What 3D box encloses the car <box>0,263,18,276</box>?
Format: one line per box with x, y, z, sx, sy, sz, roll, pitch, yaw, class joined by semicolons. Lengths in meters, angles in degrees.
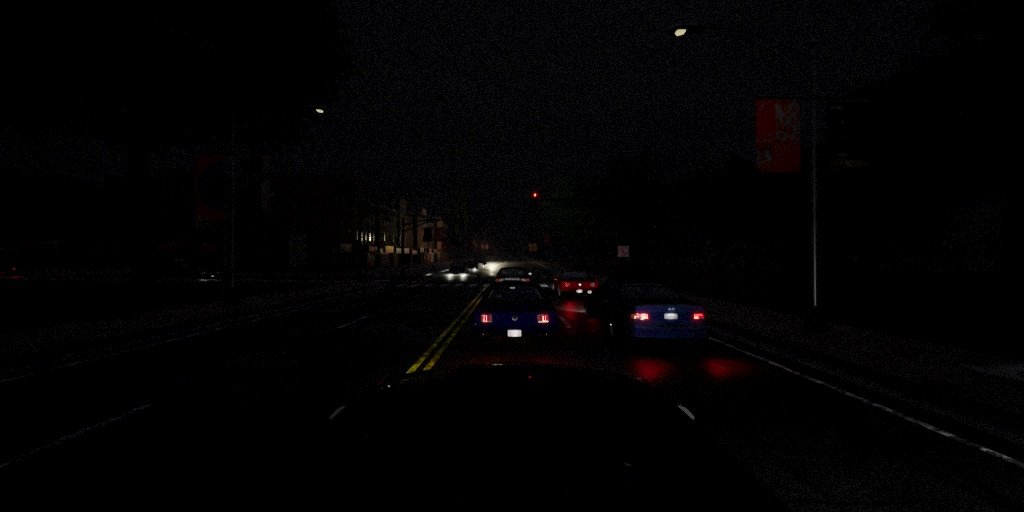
-49.244;1.240;33.197;4.718;1.301;1.895;0;0;1;car

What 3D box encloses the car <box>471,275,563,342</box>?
0.078;1.374;9.875;1.895;1.301;4.718;0;0;0;car

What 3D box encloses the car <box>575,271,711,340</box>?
3.328;1.321;10.000;2.033;1.411;5.357;0;0;0;car

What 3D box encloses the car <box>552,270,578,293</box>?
3.295;1.439;19.644;1.895;1.301;4.718;0;0;0;car

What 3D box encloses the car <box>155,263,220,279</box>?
-27.947;1.302;30.287;5.357;1.411;2.033;0;0;0;car

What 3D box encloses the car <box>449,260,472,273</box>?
-6.621;1.339;45.126;1.882;1.535;5.008;0;1;1;car

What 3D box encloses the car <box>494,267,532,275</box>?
0.044;1.313;19.216;1.882;1.535;5.008;0;0;0;car

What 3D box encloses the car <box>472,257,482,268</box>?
-6.605;1.321;59.067;1.994;1.385;4.181;0;1;0;car
